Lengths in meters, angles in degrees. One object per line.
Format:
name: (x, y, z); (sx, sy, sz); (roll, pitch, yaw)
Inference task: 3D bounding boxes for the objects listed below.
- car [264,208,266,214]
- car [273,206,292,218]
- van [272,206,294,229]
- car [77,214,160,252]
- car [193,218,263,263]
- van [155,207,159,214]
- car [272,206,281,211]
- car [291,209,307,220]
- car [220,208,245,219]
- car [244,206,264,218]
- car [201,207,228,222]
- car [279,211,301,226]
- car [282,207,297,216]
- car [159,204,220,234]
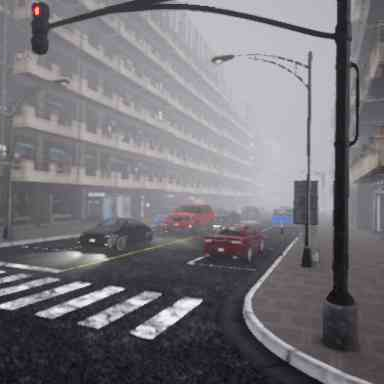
car: (13.319, 3.545, 64.631); (1.802, 1.307, 4.206); (0, -2, 22)
car: (13.719, 2.968, 50.204); (2.097, 1.767, 4.553); (1, -2, 22)
van: (8.275, 2.337, 29.890); (1.690, 1.788, 3.998); (0, -2, 22)
car: (-3.546, 1.961, 16.152); (1.994, 1.385, 4.181); (1, -1, 22)
car: (1.871, 2.017, 14.085); (1.887, 1.381, 4.507); (0, -2, 22)
van: (-1.606, 2.058, 27.772); (1.690, 1.788, 3.998); (0, -2, 22)
car: (21.797, 4.214, 85.538); (1.752, 1.417, 4.829); (0, -2, 22)
car: (14.740, 3.058, 45.840); (1.752, 1.417, 4.829); (0, -2, 22)
car: (3.578, 2.542, 33.645); (1.994, 1.385, 4.181); (1, -2, 23)
car: (7.451, 2.649, 43.116); (2.097, 1.767, 4.553); (1, -2, 23)
car: (2.635, 2.509, 38.312); (1.967, 1.590, 4.097); (0, -2, 22)
car: (10.405, 2.754, 35.149); (1.802, 1.307, 4.206); (0, -2, 22)
car: (17.376, 3.471, 59.210); (2.033, 1.411, 5.357); (1, -2, 22)
car: (-0.003, 1.906, 24.860); (2.150, 2.045, 5.566); (1, -2, 22)
